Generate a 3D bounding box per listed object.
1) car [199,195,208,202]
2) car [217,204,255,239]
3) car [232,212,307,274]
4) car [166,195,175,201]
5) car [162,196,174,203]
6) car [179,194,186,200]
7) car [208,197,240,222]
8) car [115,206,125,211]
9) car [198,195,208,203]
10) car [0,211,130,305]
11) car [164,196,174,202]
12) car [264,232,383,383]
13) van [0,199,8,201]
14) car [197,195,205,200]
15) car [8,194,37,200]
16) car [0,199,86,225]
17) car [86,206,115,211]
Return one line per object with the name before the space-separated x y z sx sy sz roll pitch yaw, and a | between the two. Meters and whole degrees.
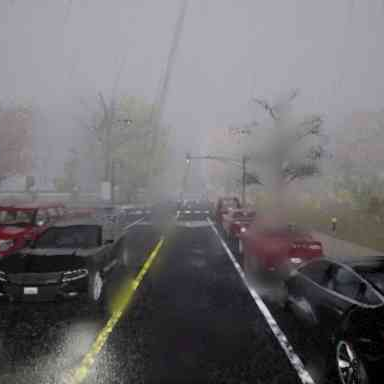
car | 2.555 1.522 76.465 1.887 1.381 4.507 -1 0 0
car | 2.571 1.537 17.194 1.887 1.381 4.507 -1 0 0
car | 2.556 1.540 10.434 1.887 1.381 4.507 -1 0 0
car | -5.325 1.542 82.157 1.947 1.339 4.313 -1 0 0
car | -5.327 1.544 70.781 1.947 1.339 4.313 -1 0 0
car | -2.751 1.456 92.771 1.837 1.490 4.892 0 0 0
car | 2.682 1.305 25.830 2.192 1.841 5.009 -1 0 0
car | -5.397 1.557 21.490 1.947 1.339 4.313 -1 0 0
car | 2.609 1.419 67.765 1.967 1.590 4.097 -1 0 0
car | -2.849 1.473 8.380 1.882 1.535 5.008 0 0 0
car | -5.325 1.543 76.468 1.947 1.339 4.313 -1 0 0
car | 2.556 1.563 4.893 1.947 1.339 4.313 -1 0 0
van | -25.824 1.425 41.577 3.998 1.788 1.690 0 1 -1
car | 2.555 1.541 93.531 1.947 1.339 4.313 -1 0 0
car | -25.674 1.291 49.750 5.009 1.841 2.192 0 1 -1
car | -5.327 1.310 10.398 2.192 1.841 5.009 -1 0 0
car | -5.325 1.537 15.946 1.887 1.381 4.507 -1 0 0
